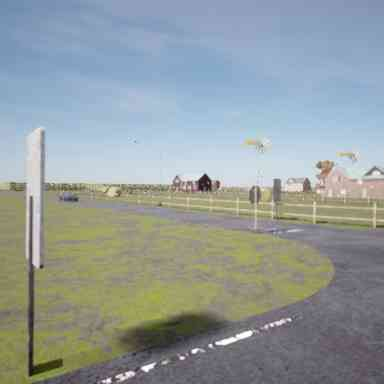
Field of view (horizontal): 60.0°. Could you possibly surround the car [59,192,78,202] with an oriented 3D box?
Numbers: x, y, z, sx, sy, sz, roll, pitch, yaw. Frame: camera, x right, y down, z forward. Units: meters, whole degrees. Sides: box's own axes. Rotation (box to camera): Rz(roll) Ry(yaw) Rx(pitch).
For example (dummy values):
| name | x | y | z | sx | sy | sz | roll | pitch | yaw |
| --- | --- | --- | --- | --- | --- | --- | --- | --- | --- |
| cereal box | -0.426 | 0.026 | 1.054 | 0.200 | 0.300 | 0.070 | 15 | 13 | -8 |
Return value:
| name | x | y | z | sx | sy | sz | roll | pitch | yaw |
| --- | --- | --- | --- | --- | --- | --- | --- | --- | --- |
| car | -18.595 | 0.717 | 49.962 | 1.994 | 1.385 | 4.181 | 1 | 1 | -36 |
